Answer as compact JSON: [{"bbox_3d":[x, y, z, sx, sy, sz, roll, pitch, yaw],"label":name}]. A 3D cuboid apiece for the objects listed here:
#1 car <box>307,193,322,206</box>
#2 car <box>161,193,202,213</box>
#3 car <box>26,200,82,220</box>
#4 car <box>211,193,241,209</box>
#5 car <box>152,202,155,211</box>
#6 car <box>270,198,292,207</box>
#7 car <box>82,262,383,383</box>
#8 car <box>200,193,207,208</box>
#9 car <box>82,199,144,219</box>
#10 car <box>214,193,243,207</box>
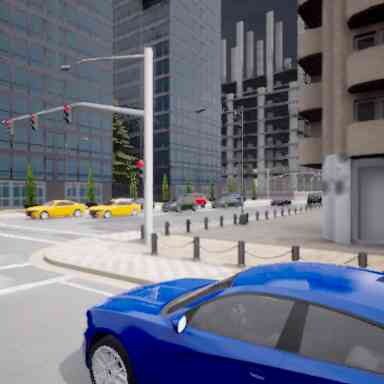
[{"bbox_3d":[20.695,1.188,54.929,2.150,2.045,5.566,0,0,36],"label":"car"},{"bbox_3d":[-1.371,1.330,36.661,2.097,1.767,4.553,0,0,36],"label":"car"},{"bbox_3d":[-11.588,1.460,28.502,1.882,1.535,5.008,0,0,36],"label":"car"},{"bbox_3d":[4.428,1.330,44.675,2.097,1.767,4.553,0,0,36],"label":"car"},{"bbox_3d":[-6.083,1.474,36.116,2.128,1.511,4.902,0,0,36],"label":"car"},{"bbox_3d":[13.901,1.573,51.494,1.895,1.301,4.718,0,0,36],"label":"car"},{"bbox_3d":[0.978,1.479,3.296,5.008,1.535,1.882,0,0,36],"label":"car"},{"bbox_3d":[-0.180,1.204,44.287,2.150,2.045,5.566,0,0,35],"label":"car"},{"bbox_3d":[-6.733,1.455,29.236,1.882,1.535,5.008,0,0,36],"label":"car"},{"bbox_3d":[5.835,1.204,52.561,2.150,2.045,5.566,0,0,36],"label":"car"}]
